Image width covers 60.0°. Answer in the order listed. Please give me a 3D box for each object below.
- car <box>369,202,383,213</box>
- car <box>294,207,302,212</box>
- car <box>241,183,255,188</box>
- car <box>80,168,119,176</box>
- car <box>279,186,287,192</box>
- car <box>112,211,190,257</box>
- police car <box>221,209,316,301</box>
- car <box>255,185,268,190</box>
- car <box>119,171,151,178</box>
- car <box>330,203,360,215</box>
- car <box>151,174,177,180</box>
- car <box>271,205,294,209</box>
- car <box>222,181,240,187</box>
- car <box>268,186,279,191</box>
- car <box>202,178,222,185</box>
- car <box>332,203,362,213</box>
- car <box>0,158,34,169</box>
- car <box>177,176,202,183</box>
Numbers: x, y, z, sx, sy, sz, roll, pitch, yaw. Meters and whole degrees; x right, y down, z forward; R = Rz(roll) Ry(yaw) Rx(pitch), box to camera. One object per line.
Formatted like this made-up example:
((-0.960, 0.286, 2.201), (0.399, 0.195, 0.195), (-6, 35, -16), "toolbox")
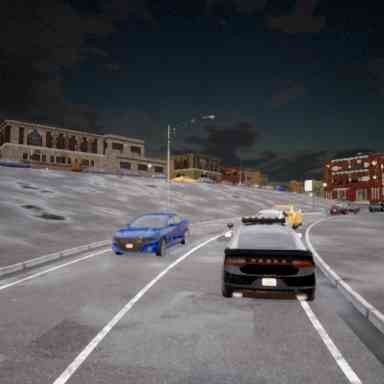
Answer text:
((27.917, 2.254, 49.009), (4.902, 1.511, 2.128), (2, -4, -39), "car")
((6.434, 1.662, 23.046), (1.882, 1.535, 5.008), (-2, -2, 25), "car")
((10.675, -1.097, 71.034), (2.002, 1.452, 4.674), (-4, -6, 44), "car")
((-13.744, -2.738, 48.355), (4.892, 1.521, 2.231), (3, -5, -40), "car")
((21.737, -0.429, 83.485), (2.435, 2.045, 5.566), (-3, -6, 40), "car")
((-1.516, 1.614, 13.847), (1.882, 1.535, 5.008), (-1, -1, 15), "car")
((1.855, 1.456, 8.623), (1.930, 1.638, 5.238), (-1, 0, 10), "police car")
((14.359, -0.849, 75.004), (2.231, 1.521, 4.892), (-4, -6, 43), "car")
((-9.515, -2.507, 51.895), (4.892, 1.521, 2.231), (3, -5, -40), "car")
((18.842, 2.074, 41.349), (4.674, 1.442, 1.812), (1, -4, -40), "car")
((-5.332, -2.212, 55.528), (4.674, 1.452, 2.002), (4, -5, -41), "car")
((4.256, 1.641, 17.747), (1.812, 1.442, 4.674), (-1, -1, 19), "car")
((6.838, -1.392, 67.077), (4.792, 1.488, 2.163), (4, -6, -45), "car")
((18.095, -0.652, 79.221), (2.185, 1.767, 4.553), (-4, -6, 41), "car")
((2.778, -1.837, 63.058), (4.553, 1.767, 2.185), (4, -6, -43), "car")
((23.316, 2.394, 49.910), (4.902, 1.511, 2.128), (1, -4, -39), "car")
((-22.139, -3.297, 41.358), (4.553, 1.767, 2.185), (3, -5, -40), "car")
((-1.228, -1.984, 59.255), (5.008, 1.535, 2.097), (4, -6, -42), "car")
